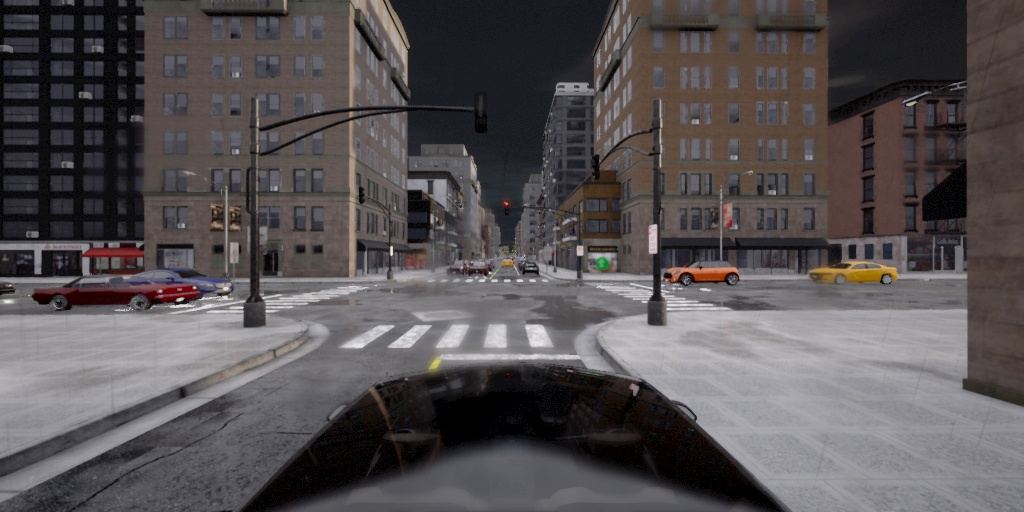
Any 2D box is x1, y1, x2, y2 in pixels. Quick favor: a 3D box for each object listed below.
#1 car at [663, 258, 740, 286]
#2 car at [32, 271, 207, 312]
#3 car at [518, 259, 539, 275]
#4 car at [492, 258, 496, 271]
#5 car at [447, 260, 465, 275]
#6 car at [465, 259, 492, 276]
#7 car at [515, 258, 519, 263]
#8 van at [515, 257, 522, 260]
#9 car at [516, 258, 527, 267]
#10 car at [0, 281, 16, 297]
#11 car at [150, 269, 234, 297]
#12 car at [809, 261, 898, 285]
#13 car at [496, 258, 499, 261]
[{"bbox_3d":[12.692,1.050,24.262,4.553,1.767,2.097,0,0,-1],"label":"car"},{"bbox_3d":[-15.146,1.393,13.955,4.718,1.301,1.895,0,0,-1],"label":"car"},{"bbox_3d":[2.010,1.347,39.655,1.948,1.339,4.313,0,0,0],"label":"car"},{"bbox_3d":[-3.533,1.297,47.384,1.837,1.490,4.892,0,0,0],"label":"car"},{"bbox_3d":[-6.015,1.221,39.596,1.967,1.591,4.097,0,0,0],"label":"car"},{"bbox_3d":[-3.464,1.256,37.790,1.882,1.535,5.008,0,0,0],"label":"car"},{"bbox_3d":[1.887,1.374,56.188,1.948,1.339,4.313,0,0,0],"label":"car"},{"bbox_3d":[1.846,1.160,61.698,1.690,1.789,3.998,0,0,0],"label":"van"},{"bbox_3d":[1.928,1.380,50.677,1.802,1.307,4.207,0,0,0],"label":"car"},{"bbox_3d":[-27.428,1.393,17.056,5.357,1.411,2.033,0,0,-1],"label":"car"},{"bbox_3d":[-16.057,1.326,17.189,4.674,1.442,1.812,0,0,0],"label":"car"},{"bbox_3d":[23.108,1.132,24.397,5.008,1.535,1.882,-1,0,-1],"label":"car"},{"bbox_3d":[-3.598,1.411,57.524,1.895,1.301,4.718,0,0,0],"label":"car"}]
